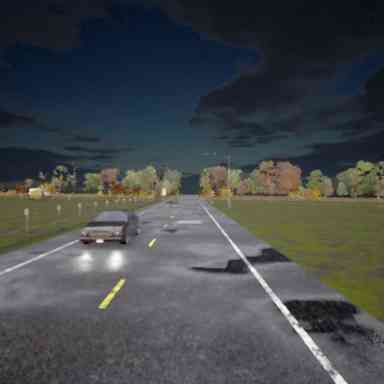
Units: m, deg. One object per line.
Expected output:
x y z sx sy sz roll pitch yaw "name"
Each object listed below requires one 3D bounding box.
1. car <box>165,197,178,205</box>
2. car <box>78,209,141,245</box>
-3.540 1.510 58.012 1.994 1.385 4.181 0 0 1 "car"
-3.599 1.532 15.646 2.033 1.411 5.357 0 0 0 "car"
